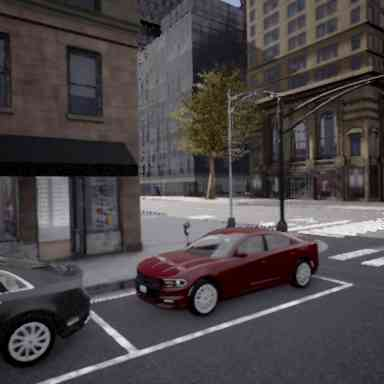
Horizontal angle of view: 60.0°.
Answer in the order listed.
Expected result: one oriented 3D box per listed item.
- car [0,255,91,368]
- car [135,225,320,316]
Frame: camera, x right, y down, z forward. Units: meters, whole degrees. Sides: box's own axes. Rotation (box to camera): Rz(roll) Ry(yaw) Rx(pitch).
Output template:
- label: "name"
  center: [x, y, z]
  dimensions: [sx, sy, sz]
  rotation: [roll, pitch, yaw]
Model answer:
- label: "car"
  center: [-3.536, 1.559, 4.139]
  dimensions: [4.403, 1.369, 2.008]
  rotation: [-1, 0, -36]
- label: "car"
  center: [0.944, 1.481, 7.338]
  dimensions: [4.507, 1.381, 1.887]
  rotation: [-1, 0, -36]
